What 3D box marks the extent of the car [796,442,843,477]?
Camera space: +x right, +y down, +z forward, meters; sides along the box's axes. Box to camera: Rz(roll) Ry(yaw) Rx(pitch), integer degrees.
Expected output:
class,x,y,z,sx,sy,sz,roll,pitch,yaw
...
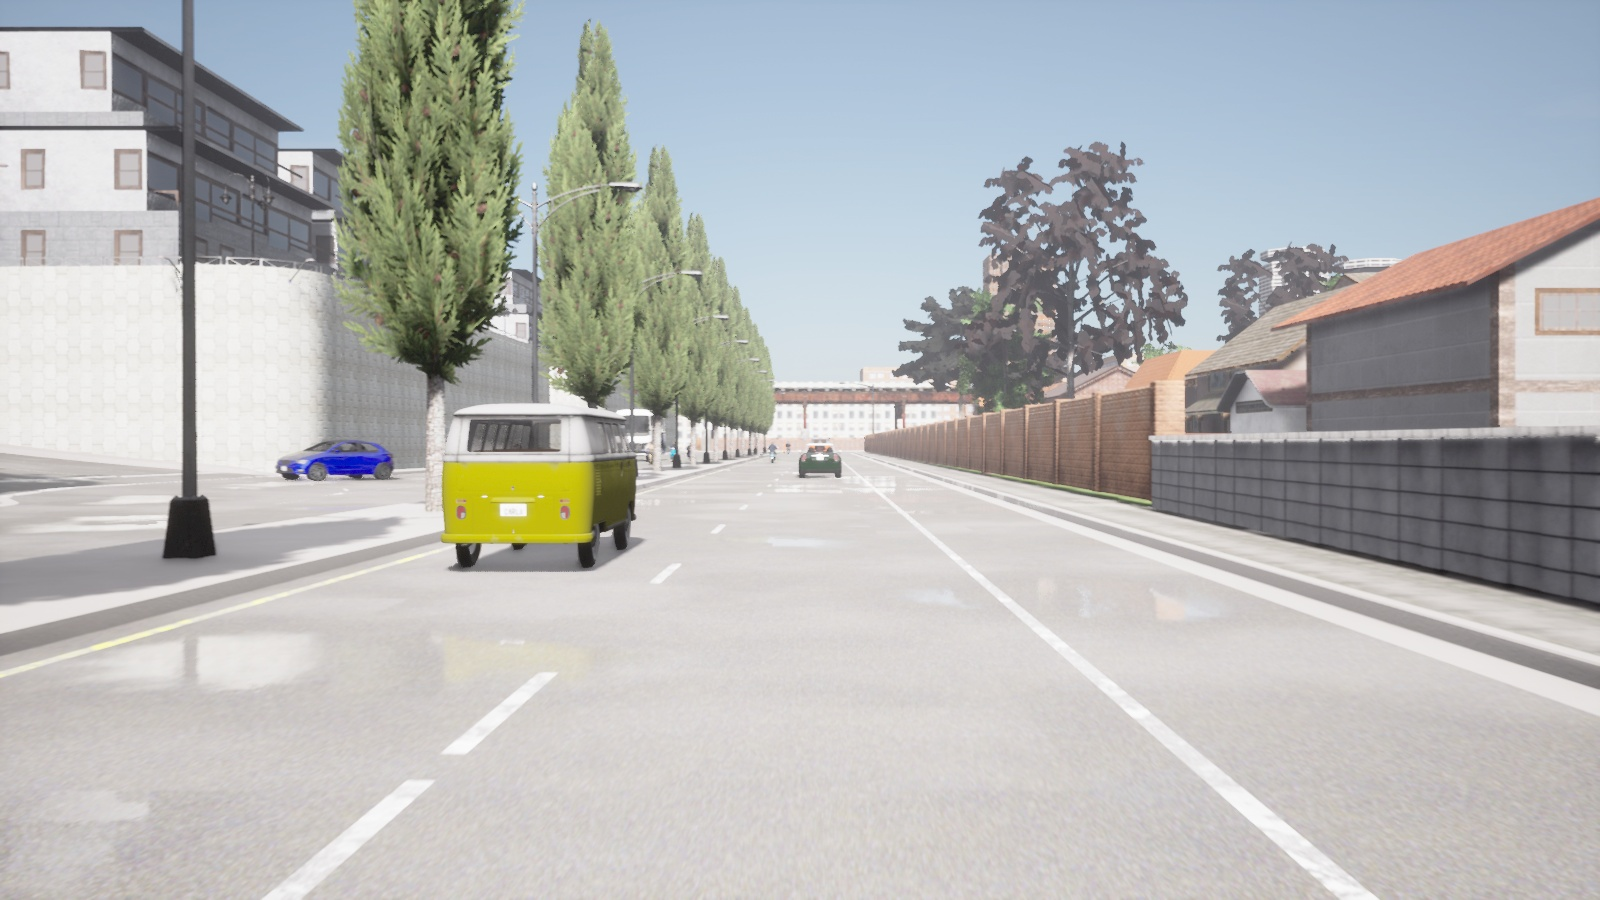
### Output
class,x,y,z,sx,sy,sz,roll,pitch,yaw
car,0.865,0.402,55.032,1.970,1.475,3.806,0,0,1

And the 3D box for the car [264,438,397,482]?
class,x,y,z,sx,sy,sz,roll,pitch,yaw
car,-16.873,0.338,45.324,1.816,1.474,4.193,2,1,35

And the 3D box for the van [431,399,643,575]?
class,x,y,z,sx,sy,sz,roll,pitch,yaw
van,-3.244,0.404,16.383,1.775,1.987,4.442,0,0,1
